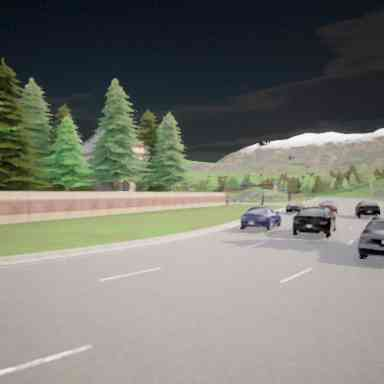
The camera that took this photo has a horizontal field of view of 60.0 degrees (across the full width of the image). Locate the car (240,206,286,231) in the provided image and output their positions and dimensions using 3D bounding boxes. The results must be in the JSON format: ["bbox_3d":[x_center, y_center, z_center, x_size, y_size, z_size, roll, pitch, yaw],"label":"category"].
[{"bbox_3d":[4.528,1.660,21.599,1.812,1.442,4.674,0,0,27],"label":"car"}]

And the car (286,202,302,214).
[{"bbox_3d":[12.051,1.814,38.415,1.895,1.301,4.718,-1,0,24],"label":"car"}]

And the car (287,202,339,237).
[{"bbox_3d":[7.047,1.578,18.935,1.882,1.535,5.008,0,0,28],"label":"car"}]

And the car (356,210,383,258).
[{"bbox_3d":[7.378,1.597,12.279,2.033,1.411,5.357,-1,0,34],"label":"car"}]

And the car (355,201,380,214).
[{"bbox_3d":[16.883,1.615,32.010,1.882,1.535,5.008,-1,-1,24],"label":"car"}]
